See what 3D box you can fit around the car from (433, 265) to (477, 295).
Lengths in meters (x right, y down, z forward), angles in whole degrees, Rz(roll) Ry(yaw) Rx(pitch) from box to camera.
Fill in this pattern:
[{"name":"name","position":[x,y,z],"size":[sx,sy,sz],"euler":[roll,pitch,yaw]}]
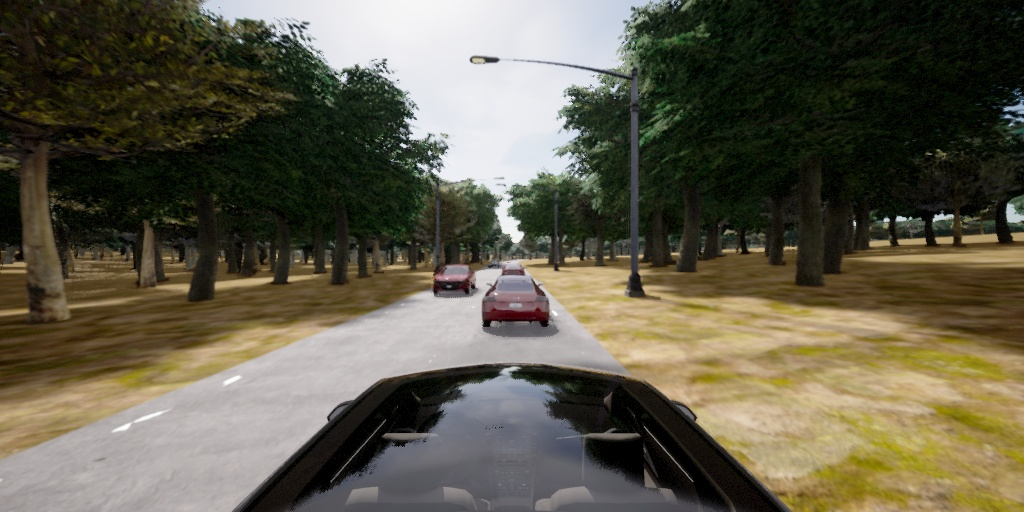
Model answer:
[{"name":"car","position":[-3.095,1.233,20.092],"size":[1.882,1.535,5.008],"euler":[0,0,0]}]

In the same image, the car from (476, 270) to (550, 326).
[{"name":"car","position":[0.102,1.315,11.764],"size":[1.994,1.385,4.181],"euler":[0,0,0]}]

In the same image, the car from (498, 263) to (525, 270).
[{"name":"car","position":[0.100,1.290,28.471],"size":[1.812,1.442,4.674],"euler":[0,0,0]}]

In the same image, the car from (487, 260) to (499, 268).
[{"name":"car","position":[-3.034,1.384,60.750],"size":[1.994,1.385,4.181],"euler":[0,0,1]}]
